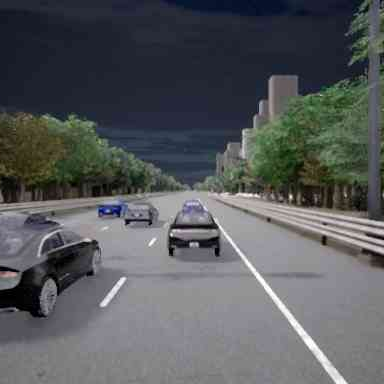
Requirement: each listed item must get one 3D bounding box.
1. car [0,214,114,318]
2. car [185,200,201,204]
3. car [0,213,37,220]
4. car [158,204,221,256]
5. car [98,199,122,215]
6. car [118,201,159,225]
[{"bbox_3d":[-3.444,1.475,7.340,2.128,1.511,4.902,0,0,0],"label":"car"},{"bbox_3d":[0.077,1.440,29.180,1.812,1.442,4.674,0,0,0],"label":"car"},{"bbox_3d":[-6.918,1.529,13.612,1.994,1.385,4.181,0,0,0],"label":"car"},{"bbox_3d":[0.080,1.457,13.019,2.128,1.511,4.902,0,0,0],"label":"car"},{"bbox_3d":[-6.922,1.390,29.774,1.882,1.535,5.008,0,0,0],"label":"car"},{"bbox_3d":[-3.443,1.482,23.371,2.033,1.411,5.357,0,0,0],"label":"car"}]
